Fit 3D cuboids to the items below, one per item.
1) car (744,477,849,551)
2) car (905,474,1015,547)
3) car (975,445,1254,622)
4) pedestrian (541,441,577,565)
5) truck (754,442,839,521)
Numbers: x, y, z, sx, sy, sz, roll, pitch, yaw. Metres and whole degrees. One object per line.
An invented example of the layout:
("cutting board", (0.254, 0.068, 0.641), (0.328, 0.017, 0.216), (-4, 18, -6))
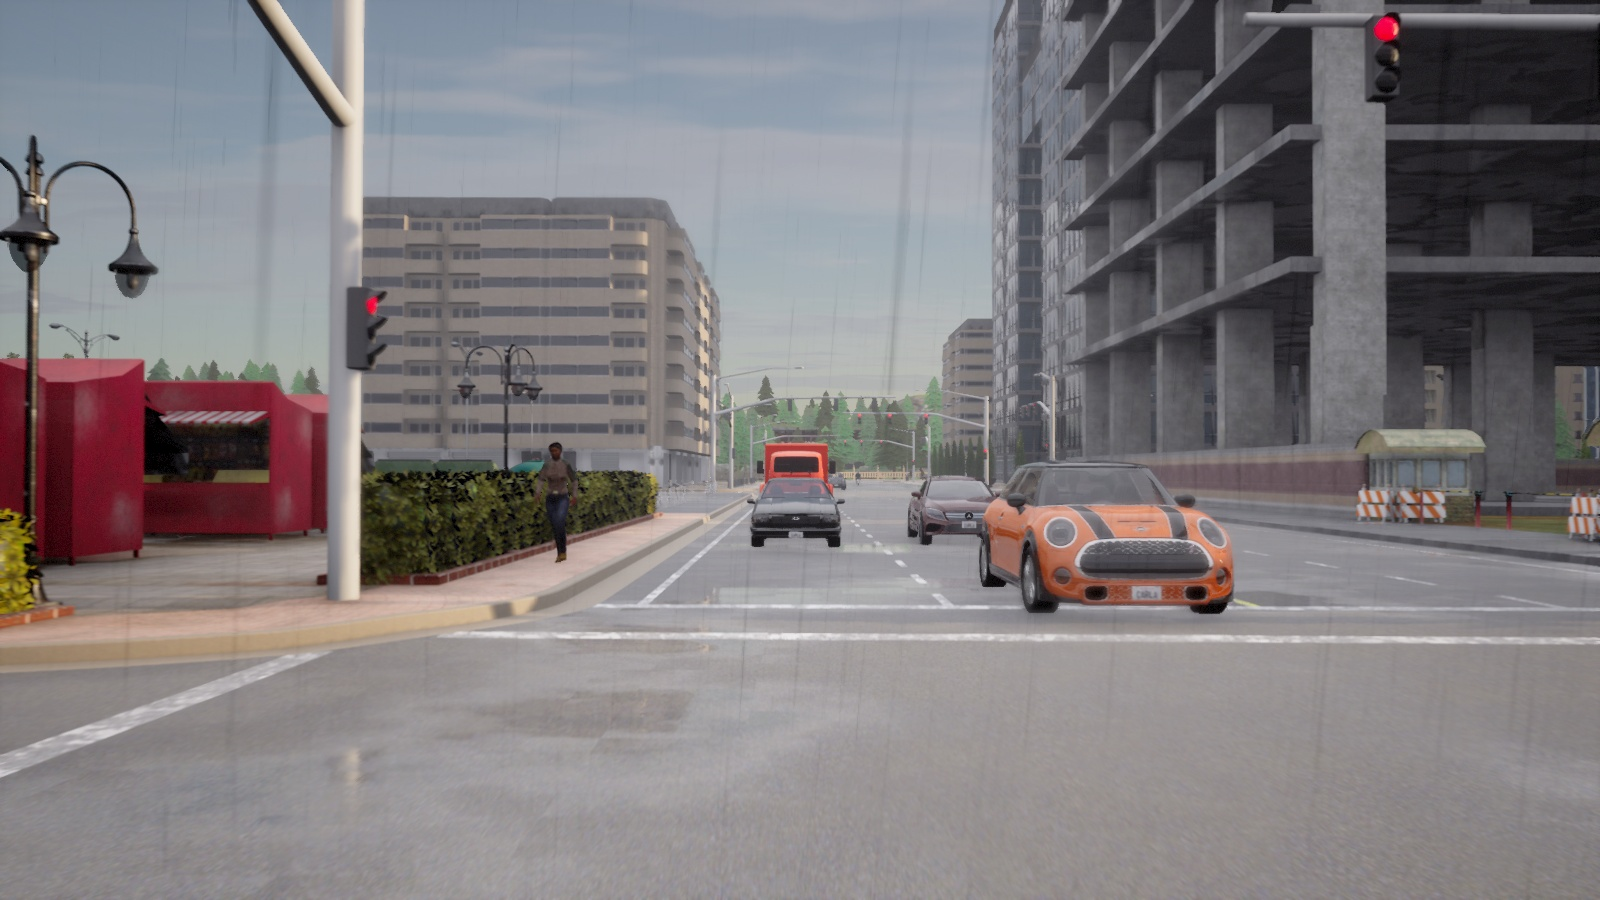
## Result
("car", (-0.075, 1.293, 26.961), (2.033, 1.411, 5.357), (0, -1, 0))
("car", (3.423, 1.265, 27.693), (1.812, 1.442, 4.674), (0, -1, 0))
("car", (3.489, 0.875, 14.937), (2.097, 1.767, 4.553), (0, -1, -1))
("pedestrian", (-3.579, 0.774, 18.685), (0.328, 1.805, 0.869), (0, -1, 3))
("truck", (-0.117, 1.020, 41.879), (2.627, 2.467, 5.204), (0, -1, 0))
